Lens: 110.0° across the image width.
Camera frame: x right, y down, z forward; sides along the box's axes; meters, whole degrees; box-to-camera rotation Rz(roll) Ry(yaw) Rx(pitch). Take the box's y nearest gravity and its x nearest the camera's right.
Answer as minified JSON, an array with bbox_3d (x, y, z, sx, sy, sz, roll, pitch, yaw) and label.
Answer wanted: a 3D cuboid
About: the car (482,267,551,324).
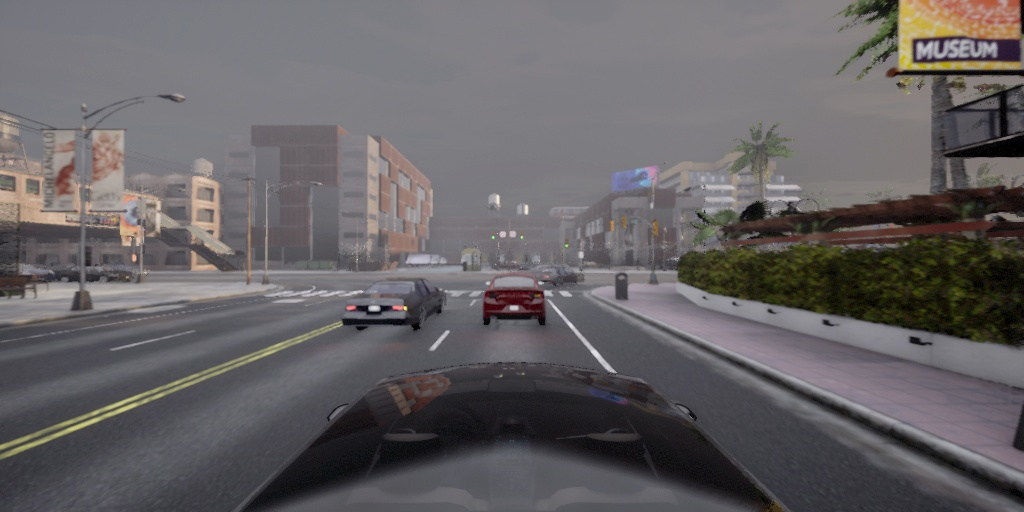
[{"bbox_3d":[0.080,1.311,12.390,1.882,1.535,5.008,0,-1,0],"label":"car"}]

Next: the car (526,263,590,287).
[{"bbox_3d":[3.456,1.493,26.981,2.033,1.411,5.357,-1,-1,40],"label":"car"}]

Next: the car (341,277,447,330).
[{"bbox_3d":[-3.426,1.377,11.454,2.033,1.411,5.357,0,0,0],"label":"car"}]

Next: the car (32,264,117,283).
[{"bbox_3d":[-39.168,1.526,32.180,4.892,1.490,1.837,0,0,1],"label":"car"}]

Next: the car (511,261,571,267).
[{"bbox_3d":[2.625,1.470,31.188,4.902,1.511,2.128,0,-1,-43],"label":"car"}]

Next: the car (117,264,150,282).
[{"bbox_3d":[-39.007,1.540,35.683,4.902,1.511,2.128,0,0,1],"label":"car"}]
